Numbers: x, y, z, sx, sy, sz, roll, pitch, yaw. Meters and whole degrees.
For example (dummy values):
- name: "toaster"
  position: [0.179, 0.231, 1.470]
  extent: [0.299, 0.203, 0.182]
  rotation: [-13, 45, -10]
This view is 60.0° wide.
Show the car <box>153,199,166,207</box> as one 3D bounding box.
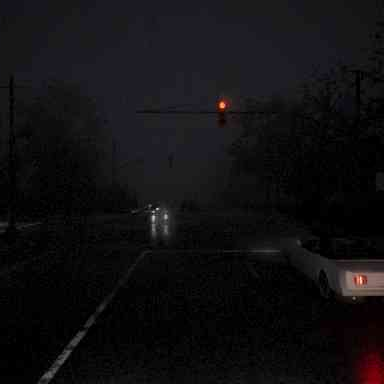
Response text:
- name: "car"
  position: [-6.068, 1.962, 61.791]
  extent: [1.994, 1.385, 4.181]
  rotation: [0, -1, -10]

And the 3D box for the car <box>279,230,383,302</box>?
- name: "car"
  position: [3.589, 1.601, 8.196]
  extent: [1.895, 1.301, 4.718]
  rotation: [0, 0, 0]

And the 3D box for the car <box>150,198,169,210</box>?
- name: "car"
  position: [-4.075, 1.596, 42.810]
  extent: [1.812, 1.442, 4.674]
  rotation: [0, -1, -3]

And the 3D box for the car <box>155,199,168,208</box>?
- name: "car"
  position: [-4.759, 1.757, 51.873]
  extent: [1.994, 1.385, 4.181]
  rotation: [0, -1, -6]

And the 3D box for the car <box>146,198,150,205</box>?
- name: "car"
  position: [-9.256, 2.207, 75.535]
  extent: [1.837, 1.490, 4.892]
  rotation: [0, -1, -16]

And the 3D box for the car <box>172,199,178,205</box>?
- name: "car"
  position: [-3.347, 2.303, 79.862]
  extent: [2.033, 1.411, 5.357]
  rotation: [0, -1, -22]

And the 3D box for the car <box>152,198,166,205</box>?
- name: "car"
  position: [-8.268, 2.388, 82.998]
  extent: [2.128, 1.511, 4.902]
  rotation: [0, -1, -25]

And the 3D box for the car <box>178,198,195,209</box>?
- name: "car"
  position: [-0.587, 1.588, 46.626]
  extent: [1.882, 1.535, 5.008]
  rotation: [0, -1, -4]
